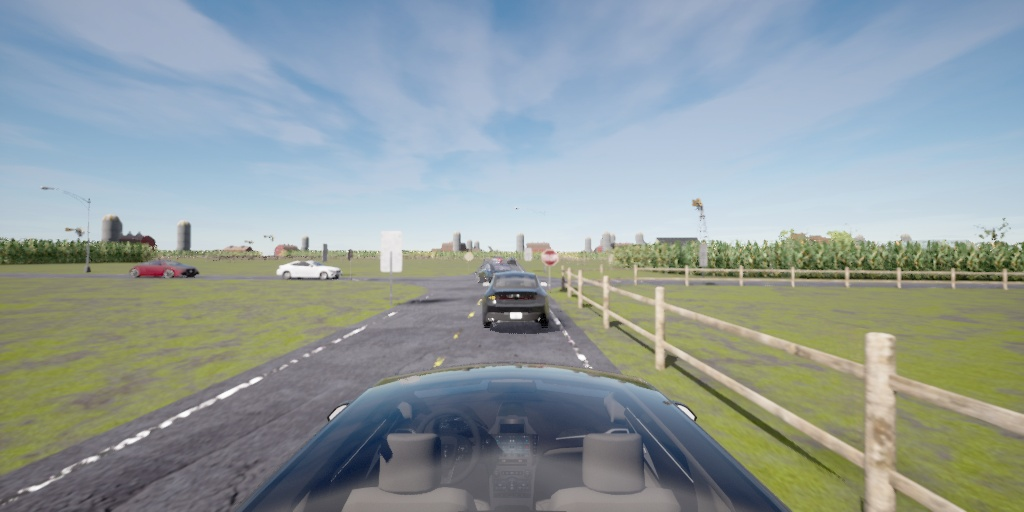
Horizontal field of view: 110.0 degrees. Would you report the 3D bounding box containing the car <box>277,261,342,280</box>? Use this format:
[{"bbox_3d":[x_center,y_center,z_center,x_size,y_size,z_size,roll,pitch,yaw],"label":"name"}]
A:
[{"bbox_3d":[-15.706,1.093,27.921,4.674,1.442,1.812,1,-1,2],"label":"car"}]

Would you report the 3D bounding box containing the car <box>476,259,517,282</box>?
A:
[{"bbox_3d":[-1.061,1.217,23.321,2.128,1.511,4.902,0,1,-17],"label":"car"}]

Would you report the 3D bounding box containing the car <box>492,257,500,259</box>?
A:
[{"bbox_3d":[-2.845,1.238,45.296,1.837,1.490,4.892,0,0,0],"label":"car"}]

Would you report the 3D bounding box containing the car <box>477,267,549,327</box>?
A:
[{"bbox_3d":[0.102,1.256,11.456,1.837,1.490,4.892,0,0,0],"label":"car"}]

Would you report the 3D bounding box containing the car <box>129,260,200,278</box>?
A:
[{"bbox_3d":[-27.050,1.012,28.000,4.181,1.385,1.994,1,-1,0],"label":"car"}]

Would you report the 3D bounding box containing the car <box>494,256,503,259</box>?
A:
[{"bbox_3d":[-2.819,1.248,56.967,1.812,1.442,4.674,0,1,0],"label":"car"}]
